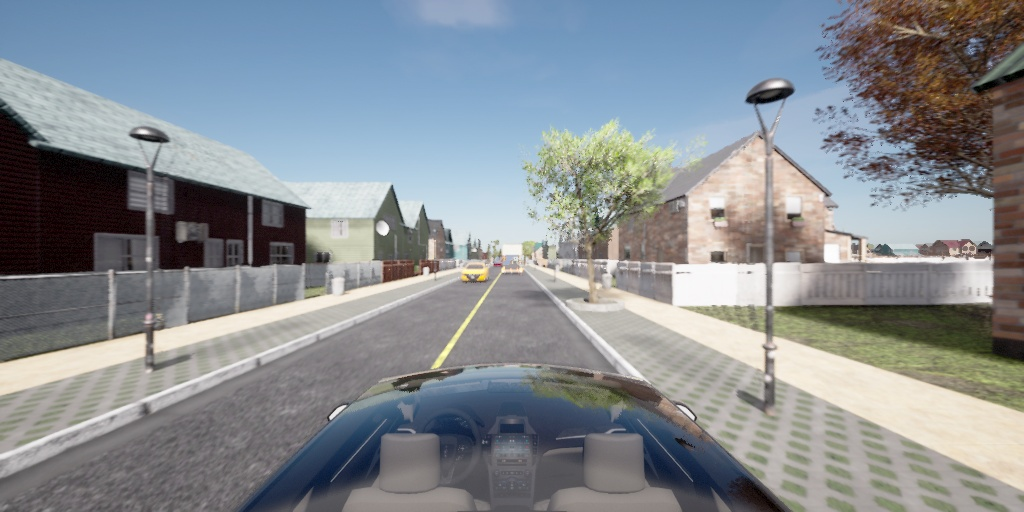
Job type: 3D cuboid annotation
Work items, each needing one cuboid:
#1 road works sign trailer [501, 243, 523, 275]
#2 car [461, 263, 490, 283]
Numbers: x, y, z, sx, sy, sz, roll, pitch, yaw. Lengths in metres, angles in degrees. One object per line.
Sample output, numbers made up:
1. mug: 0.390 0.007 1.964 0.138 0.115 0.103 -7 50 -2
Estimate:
1. road works sign trailer: 0.012 0.321 40.342 2.380 3.560 2.880 0 0 0
2. car: -2.839 1.283 28.428 1.882 1.535 5.008 0 0 0
